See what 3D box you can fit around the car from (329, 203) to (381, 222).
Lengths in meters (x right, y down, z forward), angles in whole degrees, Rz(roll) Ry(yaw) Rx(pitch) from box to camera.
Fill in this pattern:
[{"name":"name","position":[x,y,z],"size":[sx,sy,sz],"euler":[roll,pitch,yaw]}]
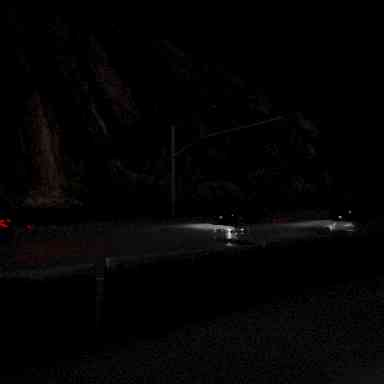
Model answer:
[{"name":"car","position":[12.882,1.560,26.191],"size":[4.718,1.301,1.895],"euler":[0,0,-36]}]

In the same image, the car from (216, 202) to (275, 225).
[{"name":"car","position":[3.929,1.503,24.043],"size":[4.892,1.490,1.837],"euler":[0,0,-36]}]

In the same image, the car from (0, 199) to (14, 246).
[{"name":"car","position":[-8.818,1.223,10.599],"size":[5.566,2.045,2.150],"euler":[0,0,-35]}]
